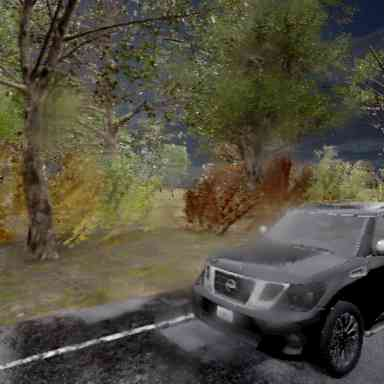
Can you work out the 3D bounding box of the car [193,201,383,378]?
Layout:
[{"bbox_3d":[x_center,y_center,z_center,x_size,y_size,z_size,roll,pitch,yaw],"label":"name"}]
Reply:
[{"bbox_3d":[2.672,1.218,5.900,5.566,2.045,2.150,0,0,-36],"label":"car"}]
